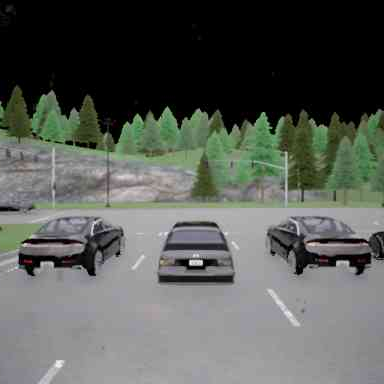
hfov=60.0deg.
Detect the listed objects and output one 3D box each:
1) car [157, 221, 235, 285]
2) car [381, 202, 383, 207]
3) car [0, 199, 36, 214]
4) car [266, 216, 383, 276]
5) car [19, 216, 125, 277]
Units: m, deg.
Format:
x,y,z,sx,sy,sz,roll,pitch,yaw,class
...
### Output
x,y,z,sx,sy,sz,roll,pitch,yaw,class
0.114,1.543,9.534,2.033,1.411,5.357,0,0,1,car
27.350,1.484,43.457,4.892,1.490,1.837,0,0,0,car
-18.575,1.476,33.872,4.902,1.511,2.128,0,0,-15,car
3.620,1.488,10.354,2.128,1.511,4.902,0,0,1,car
-3.383,1.488,10.248,2.128,1.511,4.902,0,0,1,car
